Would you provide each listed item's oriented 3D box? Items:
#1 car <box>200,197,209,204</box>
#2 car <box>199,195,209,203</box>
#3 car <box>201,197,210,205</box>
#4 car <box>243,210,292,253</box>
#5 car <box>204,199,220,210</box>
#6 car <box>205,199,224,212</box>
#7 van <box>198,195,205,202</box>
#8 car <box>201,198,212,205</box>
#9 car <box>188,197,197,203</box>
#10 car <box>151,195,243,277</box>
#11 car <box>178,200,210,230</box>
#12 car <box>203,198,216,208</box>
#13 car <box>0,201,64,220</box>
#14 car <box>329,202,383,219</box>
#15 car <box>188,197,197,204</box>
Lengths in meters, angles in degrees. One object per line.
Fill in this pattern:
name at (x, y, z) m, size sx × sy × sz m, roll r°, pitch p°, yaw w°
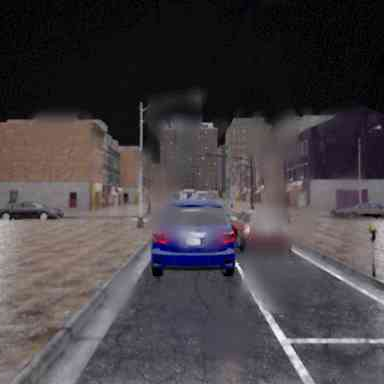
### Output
car at (2.707, 1.799, 73.265) m, size 1.752 × 1.417 × 4.829 m, roll 1°, pitch -1°, yaw 0°
car at (2.715, 1.635, 78.535) m, size 2.192 × 1.841 × 5.009 m, roll 1°, pitch -1°, yaw 0°
car at (2.704, 1.754, 67.827) m, size 1.752 × 1.417 × 4.829 m, roll 1°, pitch 0°, yaw 0°
car at (2.672, 1.439, 13.724) m, size 1.967 × 1.590 × 4.097 m, roll 2°, pitch 0°, yaw 0°
car at (2.688, 1.646, 45.908) m, size 1.947 × 1.339 × 4.313 m, roll 1°, pitch 0°, yaw 0°
car at (2.685, 1.621, 40.471) m, size 1.947 × 1.339 × 4.313 m, roll 1°, pitch 0°, yaw 0°
van at (2.725, 1.826, 94.848) m, size 1.690 × 1.788 × 3.998 m, roll 1°, pitch -1°, yaw 0°
car at (2.699, 1.751, 62.220) m, size 1.947 × 1.339 × 4.313 m, roll 1°, pitch 0°, yaw 0°
car at (0.058, 1.869, 81.140) m, size 2.128 × 1.511 × 4.902 m, roll 0°, pitch -1°, yaw 0°
car at (0.025, 1.221, 10.341) m, size 2.150 × 2.045 × 5.566 m, roll 0°, pitch 0°, yaw 0°
car at (0.100, 1.436, 22.191) m, size 1.882 × 1.535 × 5.008 m, roll 0°, pitch 1°, yaw 0°
car at (2.693, 1.637, 51.514) m, size 1.752 × 1.417 × 4.829 m, roll 1°, pitch 0°, yaw 0°
car at (-12.502, 1.493, 25.793) m, size 4.892 × 1.490 × 1.837 m, roll 0°, pitch -2°, yaw 1°
car at (14.735, 1.576, 28.510) m, size 5.357 × 1.411 × 2.033 m, roll 0°, pitch -2°, yaw 3°
car at (0.052, 1.780, 71.156) m, size 1.812 × 1.442 × 4.674 m, roll 0°, pitch -1°, yaw 0°
